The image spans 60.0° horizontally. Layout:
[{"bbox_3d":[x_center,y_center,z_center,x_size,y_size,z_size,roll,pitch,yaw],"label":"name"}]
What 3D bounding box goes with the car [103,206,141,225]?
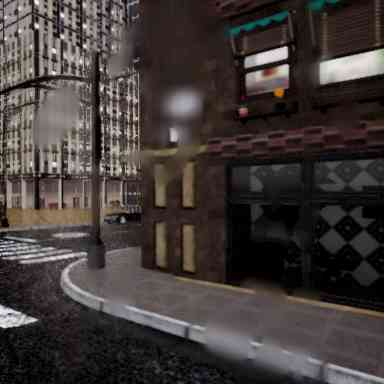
[{"bbox_3d":[-5.193,1.867,27.080,2.008,1.369,4.403,-1,-2,35],"label":"car"}]
